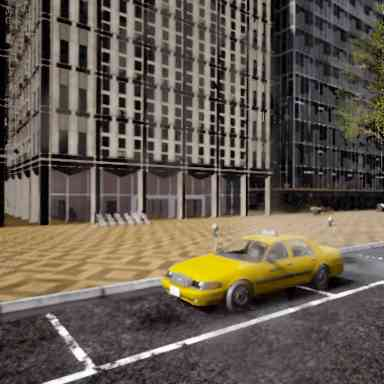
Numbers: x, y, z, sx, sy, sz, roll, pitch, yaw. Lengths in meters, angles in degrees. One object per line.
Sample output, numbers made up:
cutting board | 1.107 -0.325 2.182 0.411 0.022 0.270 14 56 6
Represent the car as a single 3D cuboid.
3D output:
car | 1.633 1.591 7.742 4.829 1.417 1.752 1 -1 -36
